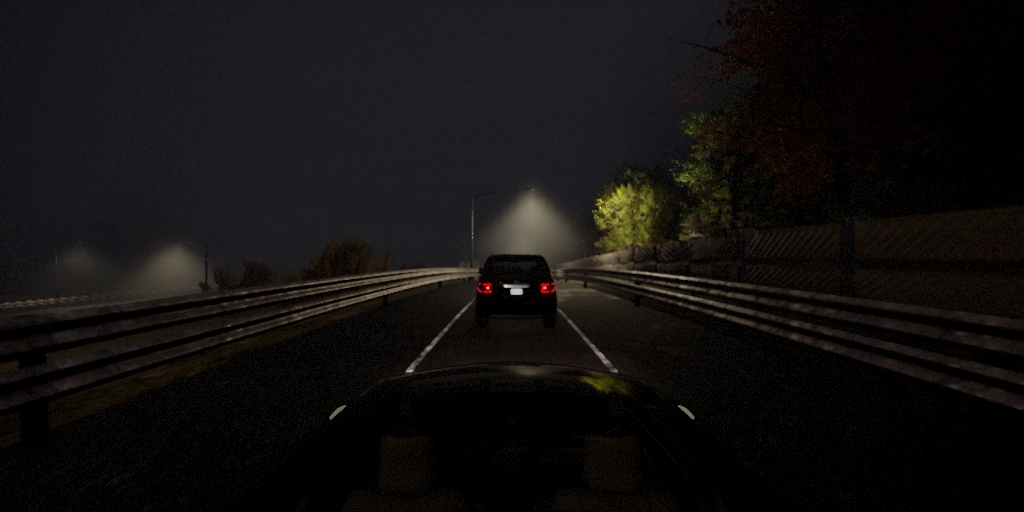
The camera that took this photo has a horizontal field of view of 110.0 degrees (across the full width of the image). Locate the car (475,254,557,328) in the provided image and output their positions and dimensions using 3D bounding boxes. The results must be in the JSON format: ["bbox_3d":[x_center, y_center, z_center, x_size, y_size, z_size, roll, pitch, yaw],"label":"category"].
[{"bbox_3d":[0.100,0.945,11.348,2.150,2.045,5.566,0,0,0],"label":"car"}]
